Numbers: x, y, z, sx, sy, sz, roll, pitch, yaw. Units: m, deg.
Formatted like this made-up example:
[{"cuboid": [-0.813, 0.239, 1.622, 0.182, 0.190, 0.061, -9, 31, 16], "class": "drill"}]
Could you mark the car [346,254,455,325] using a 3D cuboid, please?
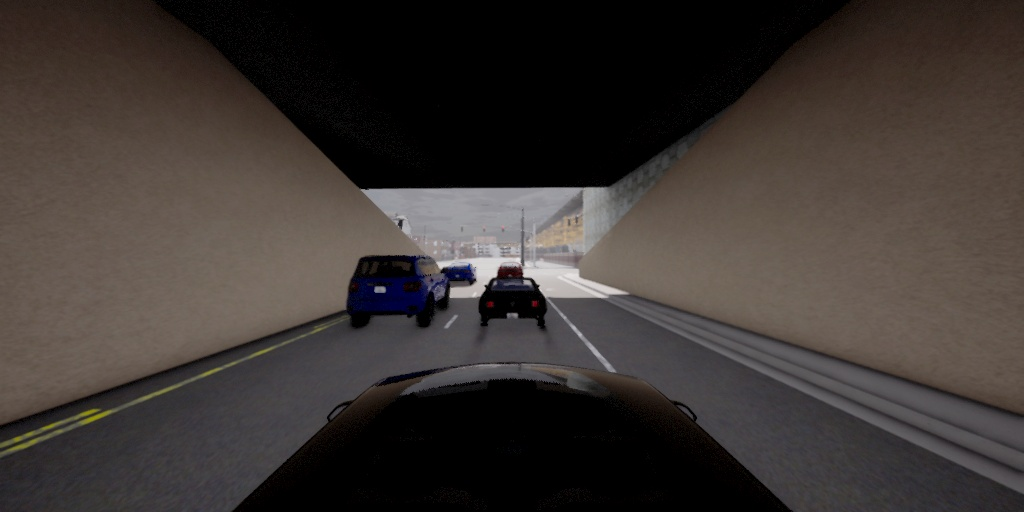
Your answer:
[{"cuboid": [-3.477, 0.957, 11.968, 2.150, 2.045, 5.566, 0, 0, -1], "class": "car"}]

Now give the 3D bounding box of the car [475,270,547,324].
[{"cuboid": [0.006, 1.325, 11.872, 1.895, 1.301, 4.718, 0, 0, 0], "class": "car"}]

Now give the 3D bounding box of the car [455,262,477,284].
[{"cuboid": [-3.626, 1.176, 26.122, 1.882, 1.535, 5.008, 0, 0, -1], "class": "car"}]

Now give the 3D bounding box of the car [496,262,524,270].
[{"cuboid": [-0.123, 1.167, 25.888, 1.882, 1.535, 5.008, 0, 0, -1], "class": "car"}]
